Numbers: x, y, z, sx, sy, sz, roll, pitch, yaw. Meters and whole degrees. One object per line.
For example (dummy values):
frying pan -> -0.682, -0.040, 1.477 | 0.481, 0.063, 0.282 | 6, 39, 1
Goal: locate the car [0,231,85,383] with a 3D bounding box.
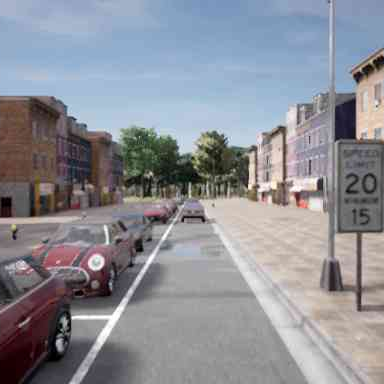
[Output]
car -> -2.648, 1.440, 2.976 | 1.967, 1.590, 4.097 | -1, 0, 0

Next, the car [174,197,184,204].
car -> -2.675, 1.624, 68.193 | 1.802, 1.307, 4.206 | -1, 0, 0

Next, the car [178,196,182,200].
car -> -2.663, 1.581, 41.019 | 1.947, 1.339, 4.313 | -1, 0, 0

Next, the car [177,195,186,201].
car -> -2.684, 1.503, 84.498 | 1.967, 1.590, 4.097 | -1, 0, 0

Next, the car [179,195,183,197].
car -> -2.671, 1.580, 57.323 | 2.008, 1.369, 4.403 | -1, 0, 0

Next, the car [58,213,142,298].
car -> -2.651, 1.439, 8.410 | 1.967, 1.590, 4.097 | -1, 0, 0

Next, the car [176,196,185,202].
car -> -2.680, 1.622, 79.063 | 1.947, 1.339, 4.313 | -1, 0, 0

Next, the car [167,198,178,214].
car -> -2.659, 1.558, 30.149 | 2.008, 1.369, 4.403 | -1, 0, 0

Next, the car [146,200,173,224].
car -> -2.657, 1.549, 24.714 | 1.887, 1.381, 4.507 | -1, 0, 0

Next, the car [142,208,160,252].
car -> -2.652, 1.566, 13.845 | 1.947, 1.339, 4.313 | -1, 0, 0

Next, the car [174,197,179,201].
car -> -2.661, 1.556, 35.584 | 1.887, 1.381, 4.507 | -1, 0, 0

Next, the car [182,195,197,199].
car -> 0.071, 1.512, 48.565 | 2.128, 1.511, 4.902 | 0, 0, 0

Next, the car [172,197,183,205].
car -> -2.673, 1.602, 62.758 | 1.947, 1.339, 4.313 | -1, 0, 0

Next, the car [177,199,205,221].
car -> 0.090, 1.553, 26.907 | 2.033, 1.411, 5.357 | 0, 0, 0
